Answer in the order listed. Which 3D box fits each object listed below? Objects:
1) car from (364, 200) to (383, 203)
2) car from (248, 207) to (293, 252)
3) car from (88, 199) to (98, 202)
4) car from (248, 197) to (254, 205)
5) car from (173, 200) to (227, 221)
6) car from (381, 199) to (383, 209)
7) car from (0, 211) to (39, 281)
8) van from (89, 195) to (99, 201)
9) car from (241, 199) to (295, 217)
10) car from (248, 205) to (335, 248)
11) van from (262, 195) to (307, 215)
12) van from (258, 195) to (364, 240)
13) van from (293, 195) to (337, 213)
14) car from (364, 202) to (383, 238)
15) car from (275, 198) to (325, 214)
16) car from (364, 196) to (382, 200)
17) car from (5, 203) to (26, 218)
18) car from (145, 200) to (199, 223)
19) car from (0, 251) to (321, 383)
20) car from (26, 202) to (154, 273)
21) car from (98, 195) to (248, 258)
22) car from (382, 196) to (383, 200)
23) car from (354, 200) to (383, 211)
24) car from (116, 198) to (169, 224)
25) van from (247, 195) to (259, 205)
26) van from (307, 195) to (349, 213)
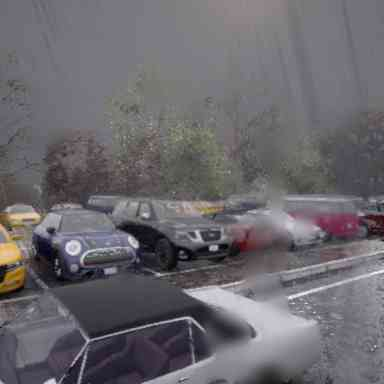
[{"bbox_3d":[12.574,1.525,21.179,2.163,1.488,4.792,0,0,-36],"label":"car"},{"bbox_3d":[1.236,1.499,13.173,2.163,1.488,4.792,0,0,-35],"label":"car"},{"bbox_3d":[-8.424,1.465,22.307,2.231,1.521,4.892,0,0,-35],"label":"car"},{"bbox_3d":[2.857,1.491,30.346,2.231,1.521,4.892,0,0,-35],"label":"car"},{"bbox_3d":[0.600,1.485,28.739,2.097,1.535,5.008,0,0,-35],"label":"car"},{"bbox_3d":[32.166,1.931,51.230,2.097,1.535,5.008,1,-1,-35],"label":"car"},{"bbox_3d":[-5.531,1.464,8.324,2.097,1.535,5.008,0,0,-35],"label":"car"},{"bbox_3d":[-6.239,1.243,24.015,1.878,1.987,4.442,0,0,-35],"label":"van"},{"bbox_3d":[7.474,1.497,33.416,1.946,1.575,5.366,0,0,-36],"label":"car"},{"bbox_3d":[3.512,1.515,14.762,2.002,1.452,4.674,0,0,-35],"label":"car"},{"bbox_3d":[9.689,1.280,35.077,1.878,1.987,4.442,0,0,-35],"label":"van"},{"bbox_3d":[5.707,1.254,16.466,1.878,1.987,4.442,0,0,-35],"label":"van"},{"bbox_3d":[14.080,1.305,38.206,1.878,1.987,4.442,1,0,-35],"label":"van"},{"bbox_3d":[8.032,1.485,17.987,2.097,1.535,5.008,0,0,-35],"label":"car"},{"bbox_3d":[11.874,1.510,36.784,2.097,1.535,5.008,0,0,-35],"label":"car"},{"bbox_3d":[20.803,1.429,43.105,2.435,2.045,5.566,1,-1,-35],"label":"car"},{"bbox_3d":[-10.574,1.458,20.555,1.946,1.575,5.366,0,0,-35],"label":"car"},{"bbox_3d":[-1.758,1.479,27.058,2.097,1.535,5.008,0,0,-35],"label":"car"},{"bbox_3d":[-1.009,1.598,2.964,4.718,1.301,1.895,0,0,-35],"label":"car"},{"bbox_3d":[-3.284,1.337,9.955,2.185,1.767,4.553,0,0,-35],"label":"car"},{"bbox_3d":[-0.991,1.213,11.515,2.435,2.045,5.566,0,0,-35],"label":"car"},{"bbox_3d":[23.143,1.732,44.801,2.097,1.535,5.008,1,-1,-35],"label":"car"},{"bbox_3d":[25.397,1.822,46.411,2.002,1.452,4.674,1,-1,-35],"label":"car"},{"bbox_3d":[-3.897,1.349,25.502,2.185,1.767,4.553,0,0,-35],"label":"car"},{"bbox_3d":[5.042,1.269,32.053,1.878,1.987,4.442,0,0,-35],"label":"van"},{"bbox_3d":[16.308,1.357,40.081,1.878,1.987,4.442,1,-1,-35],"label":"van"}]
